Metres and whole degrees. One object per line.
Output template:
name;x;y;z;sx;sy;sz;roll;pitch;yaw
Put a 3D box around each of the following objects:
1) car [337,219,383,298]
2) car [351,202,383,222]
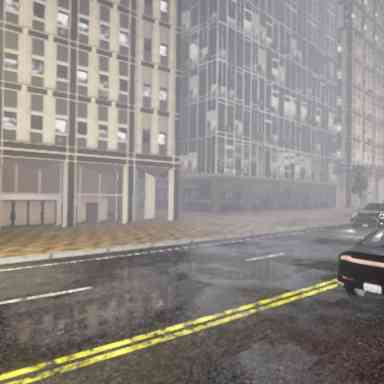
car;5.149;1.509;7.416;4.902;1.511;2.128;0;0;-37
car;12.243;1.457;21.746;4.553;1.767;2.097;0;0;-41
